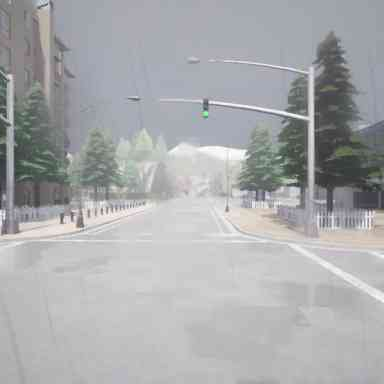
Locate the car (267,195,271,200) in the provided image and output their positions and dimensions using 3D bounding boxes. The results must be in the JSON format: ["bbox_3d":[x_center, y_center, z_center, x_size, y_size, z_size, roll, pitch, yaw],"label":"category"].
[{"bbox_3d":[19.048,1.419,85.884,1.970,1.475,3.806,0,0,2],"label":"car"}]

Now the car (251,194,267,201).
[{"bbox_3d":[15.768,1.408,78.591,1.845,1.501,3.633,0,0,2],"label":"car"}]
